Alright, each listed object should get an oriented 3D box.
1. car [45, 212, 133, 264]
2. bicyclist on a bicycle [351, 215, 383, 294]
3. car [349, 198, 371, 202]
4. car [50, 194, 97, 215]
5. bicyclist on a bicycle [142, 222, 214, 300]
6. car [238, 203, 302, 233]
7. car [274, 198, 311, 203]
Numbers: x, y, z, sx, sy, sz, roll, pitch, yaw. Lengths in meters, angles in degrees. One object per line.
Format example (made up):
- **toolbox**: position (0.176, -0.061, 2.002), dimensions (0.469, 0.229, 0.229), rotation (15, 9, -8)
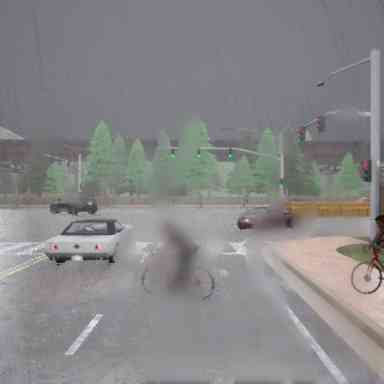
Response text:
- **car**: position (-3.312, 1.600, 11.753), dimensions (1.895, 1.301, 4.718), rotation (0, 0, -1)
- **bicyclist on a bicycle**: position (4.062, 1.301, 6.868), dimensions (1.656, 1.620, 0.582), rotation (0, 0, -5)
- **car**: position (22.155, 1.476, 42.759), dimensions (5.008, 1.535, 1.882), rotation (0, 0, -1)
- **car**: position (-11.576, 1.221, 32.514), dimensions (5.566, 2.045, 2.150), rotation (0, -1, 38)
- **bicyclist on a bicycle**: position (-0.338, 1.450, 7.013), dimensions (1.656, 1.620, 0.582), rotation (-2, -1, 18)
- **car**: position (4.686, 1.563, 19.858), dimensions (4.181, 1.385, 1.994), rotation (0, 0, -38)
- **car**: position (12.752, 1.504, 42.608), dimensions (4.892, 1.490, 1.837), rotation (0, 0, -1)
